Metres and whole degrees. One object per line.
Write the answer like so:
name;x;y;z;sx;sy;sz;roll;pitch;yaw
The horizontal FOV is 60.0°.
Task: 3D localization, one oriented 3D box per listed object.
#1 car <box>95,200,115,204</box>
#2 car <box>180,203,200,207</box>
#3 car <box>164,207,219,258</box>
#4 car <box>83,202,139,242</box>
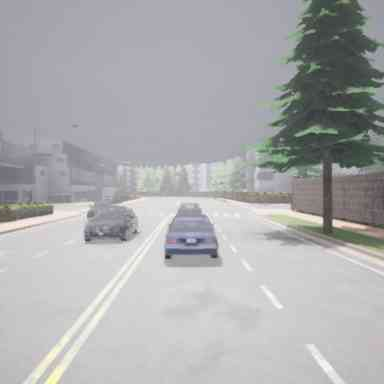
car;-7.313;1.470;27.830;1.837;1.490;4.892;0;0;-1
car;-0.164;1.473;23.640;2.033;1.411;5.357;0;0;-1
car;-0.038;1.508;12.558;2.033;1.411;5.357;0;0;0
car;-3.760;1.462;16.095;1.837;1.490;4.892;0;0;0
